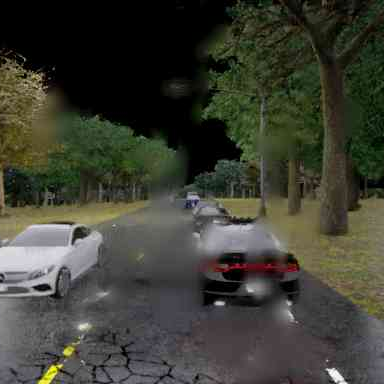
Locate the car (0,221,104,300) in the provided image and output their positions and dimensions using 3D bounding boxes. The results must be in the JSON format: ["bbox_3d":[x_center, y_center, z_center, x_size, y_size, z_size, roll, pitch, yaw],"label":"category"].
[{"bbox_3d":[-3.585,1.525,8.541,1.812,1.442,4.674,0,0,0],"label":"car"}]

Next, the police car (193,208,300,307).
[{"bbox_3d":[1.066,1.425,8.210,1.930,1.638,5.238,0,0,0],"label":"police car"}]

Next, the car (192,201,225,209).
[{"bbox_3d":[1.084,1.465,18.102,1.882,1.535,5.008,0,0,0],"label":"car"}]

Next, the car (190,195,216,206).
[{"bbox_3d":[1.094,1.324,24.073,2.097,1.767,4.553,0,0,0],"label":"car"}]

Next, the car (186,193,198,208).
[{"bbox_3d":[0.128,1.359,46.887,1.882,1.535,5.008,0,0,1],"label":"car"}]

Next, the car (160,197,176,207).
[{"bbox_3d":[-3.410,1.400,48.165,1.812,1.442,4.674,0,0,0],"label":"car"}]
